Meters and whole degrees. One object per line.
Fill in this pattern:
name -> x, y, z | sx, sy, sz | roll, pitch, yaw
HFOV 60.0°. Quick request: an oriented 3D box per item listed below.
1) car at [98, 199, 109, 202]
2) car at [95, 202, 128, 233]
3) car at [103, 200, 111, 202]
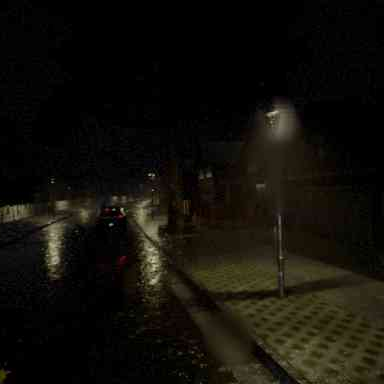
car -> -14.677, 1.926, 55.688 | 1.882, 1.535, 5.008 | -2, 0, -9
car -> -5.069, 1.637, 20.983 | 2.128, 1.511, 4.902 | -2, 0, -13
car -> -8.429, 1.851, 36.443 | 1.895, 1.301, 4.718 | -2, 0, -11
